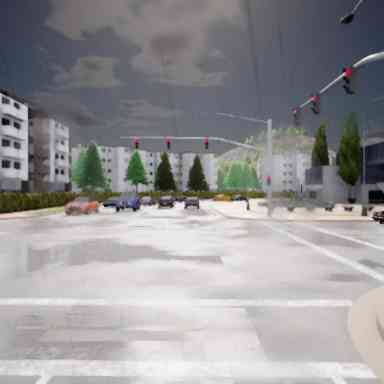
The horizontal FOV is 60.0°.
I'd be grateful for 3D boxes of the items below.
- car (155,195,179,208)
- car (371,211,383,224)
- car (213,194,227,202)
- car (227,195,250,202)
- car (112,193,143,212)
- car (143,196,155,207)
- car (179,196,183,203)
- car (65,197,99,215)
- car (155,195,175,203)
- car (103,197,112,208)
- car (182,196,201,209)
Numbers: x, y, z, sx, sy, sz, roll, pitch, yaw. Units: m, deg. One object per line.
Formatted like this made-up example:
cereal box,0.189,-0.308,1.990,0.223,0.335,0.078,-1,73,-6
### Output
car,-3.311,1.335,45.365,1.882,1.535,5.008,0,0,4
car,14.305,1.534,21.444,4.718,1.301,1.895,0,0,1
car,6.505,1.258,70.122,1.882,1.535,5.008,0,0,41
car,10.045,1.277,68.683,2.128,1.511,4.902,0,0,43
car,-7.147,1.103,37.538,2.150,2.045,5.566,0,0,-3
car,-6.607,1.372,48.812,1.812,1.442,4.674,0,0,8
car,-2.201,1.403,63.245,1.895,1.301,4.718,0,0,27
car,-10.569,1.252,32.240,2.097,1.767,4.553,0,0,1
car,-5.225,1.321,65.093,1.812,1.442,4.674,0,0,27
car,-10.507,1.405,45.249,2.033,1.411,5.357,0,0,3
car,0.087,1.367,43.893,1.837,1.490,4.892,0,0,2
